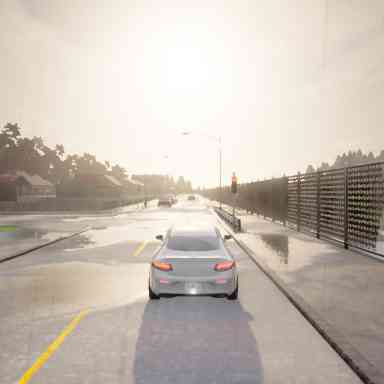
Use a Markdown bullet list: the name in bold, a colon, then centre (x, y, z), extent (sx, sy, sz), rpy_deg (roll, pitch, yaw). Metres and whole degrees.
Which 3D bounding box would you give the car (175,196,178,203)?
- **car**: centre (-4.195, 1.352, 61.740), extent (2.097, 1.767, 4.553), rpy_deg (0, 0, 0)

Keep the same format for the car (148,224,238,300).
- **car**: centre (0.037, 1.526, 8.268), extent (1.812, 1.442, 4.674), rpy_deg (0, 0, 0)

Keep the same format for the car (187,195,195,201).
- **car**: centre (-0.190, 1.478, 86.391), extent (1.882, 1.535, 5.008), rpy_deg (0, 0, 0)

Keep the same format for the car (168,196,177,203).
- **car**: centre (-4.153, 1.524, 71.654), extent (1.812, 1.442, 4.674), rpy_deg (0, 0, 0)

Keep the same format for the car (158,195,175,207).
- **car**: centre (-4.205, 1.478, 51.810), extent (1.882, 1.535, 5.008), rpy_deg (0, 0, 0)
